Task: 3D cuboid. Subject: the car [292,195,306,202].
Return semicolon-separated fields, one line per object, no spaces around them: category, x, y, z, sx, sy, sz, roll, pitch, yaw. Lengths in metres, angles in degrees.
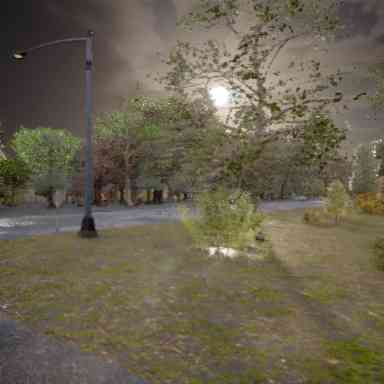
car;26.247;1.646;81.461;2.097;1.767;4.553;0;0;36
